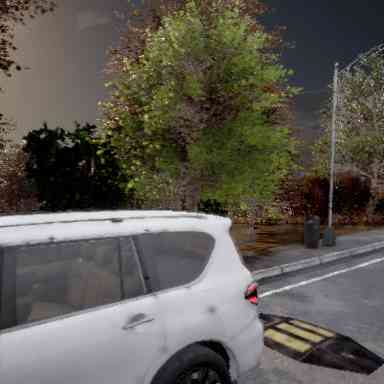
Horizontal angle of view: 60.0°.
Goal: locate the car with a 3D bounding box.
[{"bbox_3d":[-1.834,1.233,2.762,5.566,2.045,2.150,0,0,-36],"label":"car"}]
